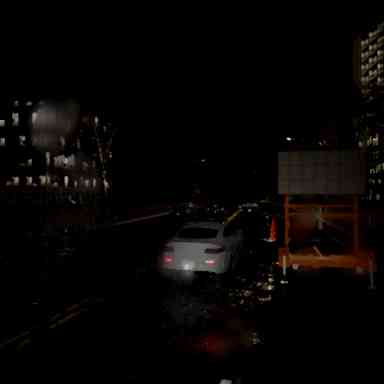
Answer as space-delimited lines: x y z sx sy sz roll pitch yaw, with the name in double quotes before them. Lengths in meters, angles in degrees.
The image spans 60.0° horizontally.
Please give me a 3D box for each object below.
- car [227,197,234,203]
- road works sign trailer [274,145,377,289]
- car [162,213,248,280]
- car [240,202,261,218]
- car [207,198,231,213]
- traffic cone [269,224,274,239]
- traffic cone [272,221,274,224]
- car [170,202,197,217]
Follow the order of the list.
"car" 8.546 1.877 76.188 1.994 1.385 4.181 0 0 5
"road works sign trailer" 3.637 0.512 9.471 2.380 3.560 2.880 0 0 14
"car" 0.501 1.585 10.200 1.812 1.442 4.674 0 -1 15
"car" 5.646 1.707 32.042 2.033 1.411 5.357 0 0 11
"car" 2.731 1.709 35.155 1.812 1.442 4.674 0 0 11
"traffic cone" 4.016 2.041 16.588 0.340 0.580 0.340 0 0 14
"traffic cone" 4.506 2.050 18.527 0.340 0.580 0.340 0 0 14
"car" -0.781 1.736 34.068 2.033 1.411 5.357 0 0 11
